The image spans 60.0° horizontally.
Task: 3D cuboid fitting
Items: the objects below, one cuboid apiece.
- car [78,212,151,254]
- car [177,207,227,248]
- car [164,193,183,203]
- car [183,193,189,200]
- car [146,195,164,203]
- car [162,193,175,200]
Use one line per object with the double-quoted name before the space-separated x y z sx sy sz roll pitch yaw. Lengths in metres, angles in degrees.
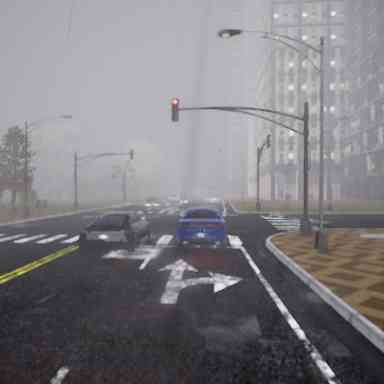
"car" -2.853 1.457 13.122 1.994 1.385 4.181 0 0 3
"car" 0.469 1.363 14.359 1.882 1.535 5.008 0 1 3
"car" -3.034 1.086 55.294 1.812 1.442 4.674 0 0 5
"car" -1.658 0.969 70.803 2.128 1.511 4.902 0 0 5
"car" -6.271 1.158 55.571 1.895 1.301 4.718 0 0 5
"car" -4.895 0.979 71.100 2.033 1.411 5.357 0 0 5
